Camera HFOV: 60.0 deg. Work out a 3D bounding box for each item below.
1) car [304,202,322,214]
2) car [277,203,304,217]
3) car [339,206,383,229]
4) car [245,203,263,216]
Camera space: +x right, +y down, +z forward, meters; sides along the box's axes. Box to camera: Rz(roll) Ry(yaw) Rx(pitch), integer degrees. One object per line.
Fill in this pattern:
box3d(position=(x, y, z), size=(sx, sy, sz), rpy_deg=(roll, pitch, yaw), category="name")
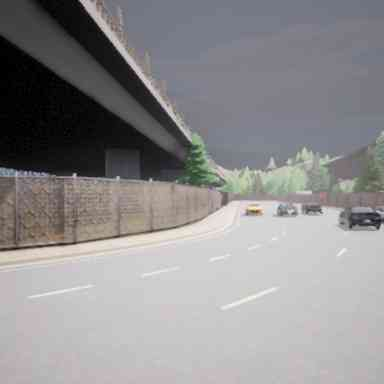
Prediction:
box3d(position=(14.860, 1.975, 41.499), size=(1.837, 1.490, 4.892), rpy_deg=(-1, -1, 9), category="car")
box3d(position=(10.486, 1.935, 36.623), size=(2.128, 1.511, 4.902), rpy_deg=(-1, -1, 9), category="car")
box3d(position=(11.755, 1.712, 23.556), size=(1.882, 1.535, 5.008), rpy_deg=(-1, -1, 14), category="car")
box3d(position=(7.412, 1.999, 39.598), size=(1.882, 1.535, 5.008), rpy_deg=(-1, -1, 9), category="car")
